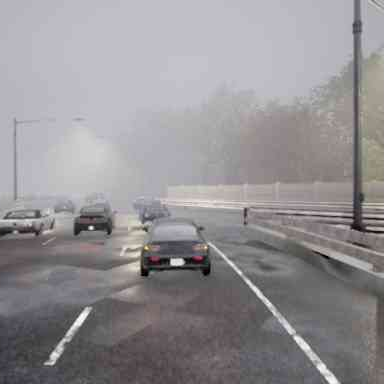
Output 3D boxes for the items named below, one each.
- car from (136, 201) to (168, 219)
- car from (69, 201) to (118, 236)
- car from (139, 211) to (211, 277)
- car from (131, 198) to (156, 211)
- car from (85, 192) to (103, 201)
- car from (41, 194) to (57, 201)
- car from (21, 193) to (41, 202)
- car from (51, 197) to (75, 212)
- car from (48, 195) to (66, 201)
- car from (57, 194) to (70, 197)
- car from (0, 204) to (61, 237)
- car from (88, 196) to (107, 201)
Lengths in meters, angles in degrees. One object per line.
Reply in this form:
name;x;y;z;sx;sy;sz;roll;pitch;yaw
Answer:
car;-2.700;1.521;23.396;1.895;1.301;4.718;0;0;-12
car;-5.276;1.459;18.376;1.837;1.490;4.892;0;0;-10
car;-0.542;1.495;10.074;1.812;1.442;4.674;0;-1;-5
car;-5.196;1.384;36.678;1.837;1.490;4.892;-1;0;-31
car;-17.379;1.061;59.193;2.150;2.045;5.566;0;0;-32
car;-31.980;1.188;72.885;1.882;1.535;5.008;0;0;-44
car;-34.549;1.082;70.508;2.097;1.767;4.553;0;0;-44
car;-13.346;1.488;34.928;1.994;1.385;4.181;0;0;-19
car;-31.468;1.377;77.457;2.033;1.411;5.357;0;0;-44
car;-29.390;1.218;75.239;2.128;1.511;4.902;0;0;-44
car;-8.684;1.567;17.806;1.895;1.301;4.718;0;0;-10
car;-9.836;1.437;35.523;1.812;1.442;4.674;0;0;-19
